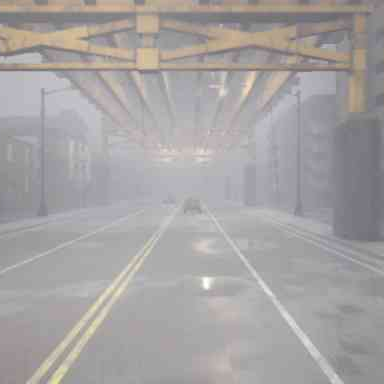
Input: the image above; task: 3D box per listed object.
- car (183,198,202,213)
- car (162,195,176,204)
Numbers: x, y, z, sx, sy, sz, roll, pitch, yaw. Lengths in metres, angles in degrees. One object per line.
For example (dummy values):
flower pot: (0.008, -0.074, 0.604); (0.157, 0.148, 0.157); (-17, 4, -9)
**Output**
car: (0.048, 1.335, 33.908); (2.033, 1.411, 5.357); (0, 1, 1)
car: (-3.549, 1.120, 51.767); (2.033, 1.411, 5.357); (0, 1, 1)
